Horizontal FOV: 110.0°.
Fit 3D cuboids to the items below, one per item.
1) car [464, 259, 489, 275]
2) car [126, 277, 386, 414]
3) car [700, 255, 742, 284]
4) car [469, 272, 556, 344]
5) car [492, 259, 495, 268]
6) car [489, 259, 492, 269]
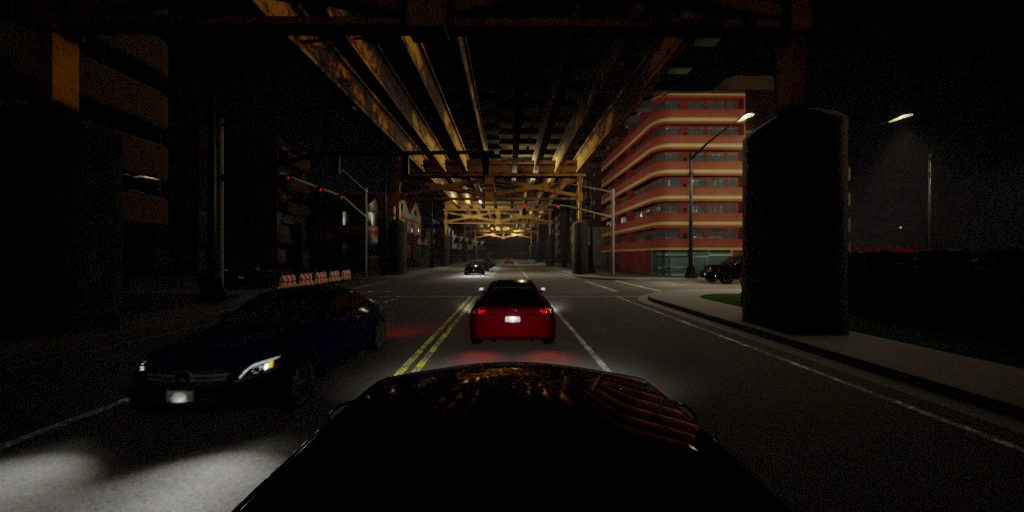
[{"bbox_3d":[-3.920,1.303,38.628,1.994,1.385,4.181,0,0,0],"label":"car"},{"bbox_3d":[-3.659,1.274,6.243,1.812,1.442,4.674,0,0,-1],"label":"car"},{"bbox_3d":[16.834,0.964,26.161,5.566,2.045,2.150,0,0,0],"label":"car"},{"bbox_3d":[0.009,1.312,9.623,1.994,1.385,4.181,0,0,0],"label":"car"},{"bbox_3d":[-4.075,1.251,56.773,1.812,1.442,4.674,0,0,0],"label":"car"},{"bbox_3d":[-4.001,1.337,47.514,1.895,1.301,4.718,0,0,0],"label":"car"}]
